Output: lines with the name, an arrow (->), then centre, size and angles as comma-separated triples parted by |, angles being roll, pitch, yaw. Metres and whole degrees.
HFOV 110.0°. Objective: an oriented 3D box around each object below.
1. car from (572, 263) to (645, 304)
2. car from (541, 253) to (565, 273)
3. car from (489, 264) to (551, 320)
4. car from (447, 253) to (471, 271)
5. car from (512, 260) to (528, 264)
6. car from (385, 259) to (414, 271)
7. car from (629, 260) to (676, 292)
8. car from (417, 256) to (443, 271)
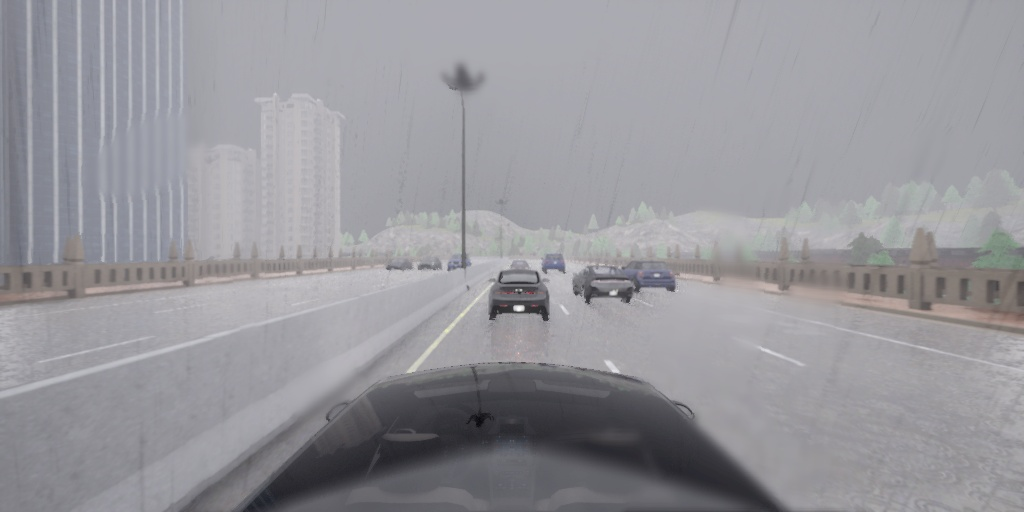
car -> 3.814, 1.158, 15.747 | 2.128, 1.511, 4.902 | 0, 0, 1
car -> 4.326, 0.753, 37.993 | 2.150, 2.045, 5.566 | 0, 0, 1
car -> 0.244, 1.190, 12.390 | 1.837, 1.490, 4.892 | 0, 0, 1
car -> -6.247, 0.716, 43.054 | 2.150, 2.045, 5.566 | 0, 0, 2
car -> 0.725, 1.102, 33.766 | 2.033, 1.411, 5.357 | 0, 0, 1
car -> -13.258, 1.041, 42.664 | 2.033, 1.411, 5.357 | 0, 0, 1
car -> 7.418, 0.992, 20.365 | 2.097, 1.767, 4.553 | 0, 0, 1
car -> -9.750, 0.847, 42.814 | 2.097, 1.767, 4.553 | 0, 0, 2
